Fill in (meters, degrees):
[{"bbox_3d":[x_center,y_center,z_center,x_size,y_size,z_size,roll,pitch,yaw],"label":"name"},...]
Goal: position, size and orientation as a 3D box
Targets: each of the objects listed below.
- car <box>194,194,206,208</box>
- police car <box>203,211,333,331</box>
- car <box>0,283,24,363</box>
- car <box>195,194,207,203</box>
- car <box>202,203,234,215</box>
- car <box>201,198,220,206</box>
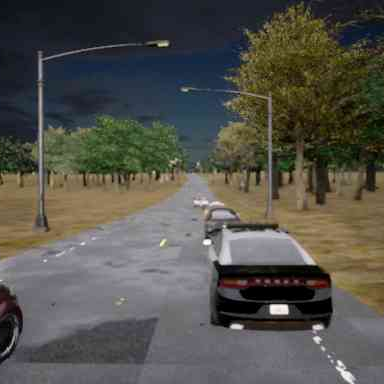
[{"bbox_3d":[1.217,1.364,44.741,1.895,1.301,4.718,0,1,2],"label":"car"},{"bbox_3d":[1.287,1.448,7.244,1.930,1.638,5.238,0,0,1],"label":"police car"},{"bbox_3d":[-3.469,1.592,3.124,1.994,1.385,4.181,0,0,1],"label":"car"},{"bbox_3d":[1.530,1.029,57.840,1.895,1.301,4.718,0,2,1],"label":"car"},{"bbox_3d":[1.541,1.539,17.131,1.812,1.442,4.674,0,0,1],"label":"car"},{"bbox_3d":[1.698,1.442,23.317,1.801,1.575,5.366,0,0,1],"label":"car"}]
